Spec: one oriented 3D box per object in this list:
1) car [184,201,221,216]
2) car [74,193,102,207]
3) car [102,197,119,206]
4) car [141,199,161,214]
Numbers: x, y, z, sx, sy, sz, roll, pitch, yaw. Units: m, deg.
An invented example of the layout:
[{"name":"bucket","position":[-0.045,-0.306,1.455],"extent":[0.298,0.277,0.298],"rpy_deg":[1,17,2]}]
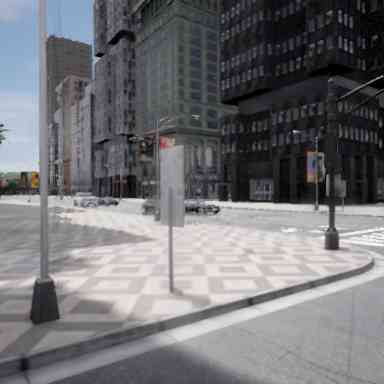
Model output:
[{"name":"car","position":[0.621,1.479,31.575],"extent":[1.895,1.301,4.718],"rpy_deg":[-1,0,-35]},{"name":"car","position":[-15.785,1.115,49.257],"extent":[2.150,2.045,5.566],"rpy_deg":[-1,0,-35]},{"name":"car","position":[-12.951,1.431,50.878],"extent":[2.033,1.411,5.357],"rpy_deg":[-1,0,-35]},{"name":"car","position":[-3.104,1.407,31.210],"extent":[1.837,1.490,4.892],"rpy_deg":[-1,0,-35]}]
